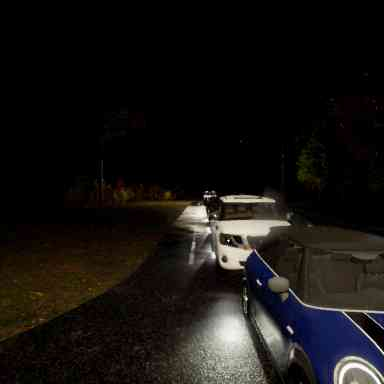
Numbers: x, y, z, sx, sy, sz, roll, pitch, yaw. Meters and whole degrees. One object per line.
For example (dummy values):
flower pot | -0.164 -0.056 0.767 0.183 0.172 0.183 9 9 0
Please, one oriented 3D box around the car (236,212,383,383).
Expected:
car | 1.941 1.338 4.126 2.097 1.767 4.553 0 0 0

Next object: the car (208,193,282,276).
car | 1.745 1.160 10.473 2.150 2.045 5.566 0 0 1

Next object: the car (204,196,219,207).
car | 2.761 1.314 47.975 1.994 1.385 4.181 0 0 3

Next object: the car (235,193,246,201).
car | 10.318 1.105 71.130 1.882 1.535 5.008 0 0 1

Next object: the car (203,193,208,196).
car | 2.558 1.275 41.567 2.128 1.511 4.902 0 0 2

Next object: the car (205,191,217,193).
car | 2.964 0.938 54.408 2.150 2.045 5.566 0 0 3

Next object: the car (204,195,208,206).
car | 2.224 1.322 29.313 1.882 1.535 5.008 0 0 2

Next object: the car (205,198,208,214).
car | 2.062 1.380 23.060 1.837 1.490 4.892 0 0 2
